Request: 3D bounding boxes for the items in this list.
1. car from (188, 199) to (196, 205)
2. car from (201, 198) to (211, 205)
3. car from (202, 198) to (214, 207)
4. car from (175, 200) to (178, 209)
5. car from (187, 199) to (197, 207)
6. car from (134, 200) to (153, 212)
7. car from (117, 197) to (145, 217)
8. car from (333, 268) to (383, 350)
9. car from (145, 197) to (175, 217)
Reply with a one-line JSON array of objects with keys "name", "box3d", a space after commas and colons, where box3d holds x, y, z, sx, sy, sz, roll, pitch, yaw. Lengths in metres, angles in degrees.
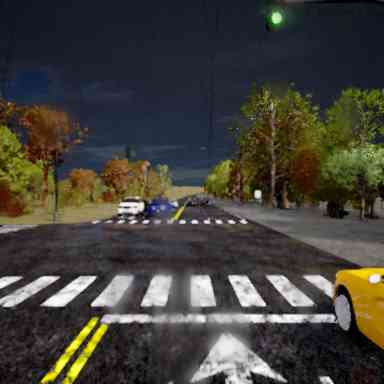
[{"name": "car", "box3d": [-0.013, 2.327, 76.451, 1.895, 1.301, 4.718, 0, -1, 0]}, {"name": "car", "box3d": [3.236, 2.175, 76.108, 2.033, 1.411, 5.357, 0, -1, 0]}, {"name": "car", "box3d": [3.268, 2.096, 65.960, 2.128, 1.511, 4.902, 0, -2, 0]}, {"name": "car", "box3d": [-3.355, 2.031, 45.255, 1.895, 1.301, 4.718, 0, -1, 0]}, {"name": "car", "box3d": [0.030, 2.200, 66.628, 1.994, 1.385, 4.181, 0, -1, 0]}, {"name": "car", "box3d": [-6.606, 1.917, 46.171, 1.882, 1.535, 5.008, 0, -1, 0]}, {"name": "car", "box3d": [-6.608, 1.569, 36.485, 2.150, 2.045, 5.566, 0, -1, 0]}, {"name": "car", "box3d": [3.378, 1.481, 3.785, 1.882, 1.535, 5.008, 1, -1, 0]}, {"name": "car", "box3d": [-3.357, 1.559, 35.494, 2.150, 2.045, 5.566, 0, -1, 0]}]
